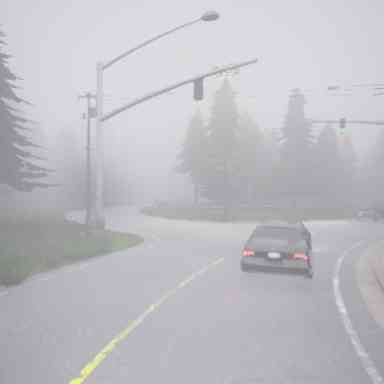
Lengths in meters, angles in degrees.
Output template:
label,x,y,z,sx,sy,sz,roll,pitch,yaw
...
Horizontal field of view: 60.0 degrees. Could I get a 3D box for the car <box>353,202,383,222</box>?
label,x,y,z,sx,sy,sz,roll,pitch,yaw
car,15.400,1.558,27.264,4.902,1.511,2.128,0,0,-27

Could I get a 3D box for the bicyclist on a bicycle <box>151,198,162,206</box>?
label,x,y,z,sx,sy,sz,roll,pitch,yaw
bicyclist on a bicycle,-3.534,1.464,33.492,1.656,1.620,0.582,0,0,-19

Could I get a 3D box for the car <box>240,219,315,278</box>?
label,x,y,z,sx,sy,sz,roll,pitch,yaw
car,2.753,1.559,10.308,2.033,1.411,5.357,0,0,19

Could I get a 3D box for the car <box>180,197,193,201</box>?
label,x,y,z,sx,sy,sz,roll,pitch,yaw
car,-0.881,1.587,61.034,1.994,1.385,4.181,0,0,28
